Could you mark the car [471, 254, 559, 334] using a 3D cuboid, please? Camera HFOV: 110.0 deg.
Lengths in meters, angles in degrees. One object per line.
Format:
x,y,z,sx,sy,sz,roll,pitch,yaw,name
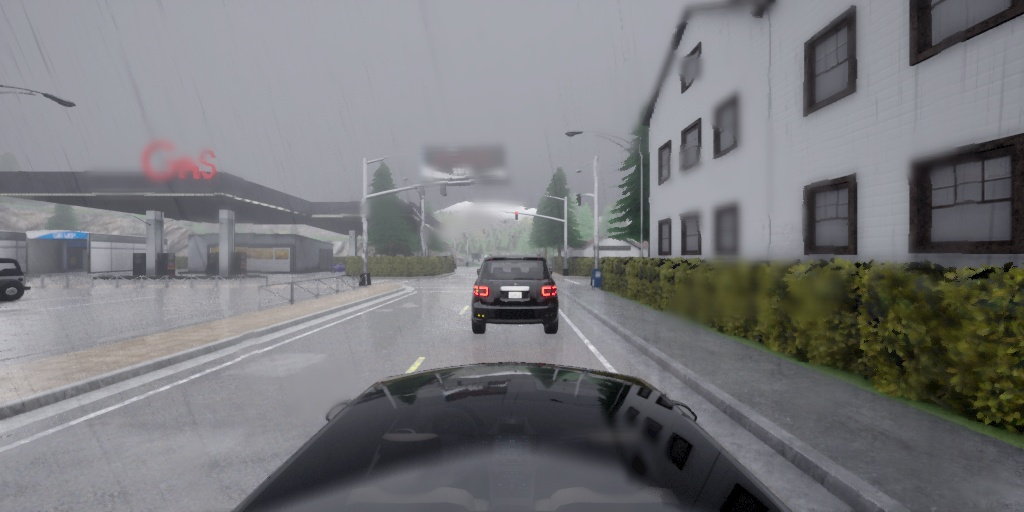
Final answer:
0.081,0.971,10.746,2.150,2.045,5.566,0,0,0,car
